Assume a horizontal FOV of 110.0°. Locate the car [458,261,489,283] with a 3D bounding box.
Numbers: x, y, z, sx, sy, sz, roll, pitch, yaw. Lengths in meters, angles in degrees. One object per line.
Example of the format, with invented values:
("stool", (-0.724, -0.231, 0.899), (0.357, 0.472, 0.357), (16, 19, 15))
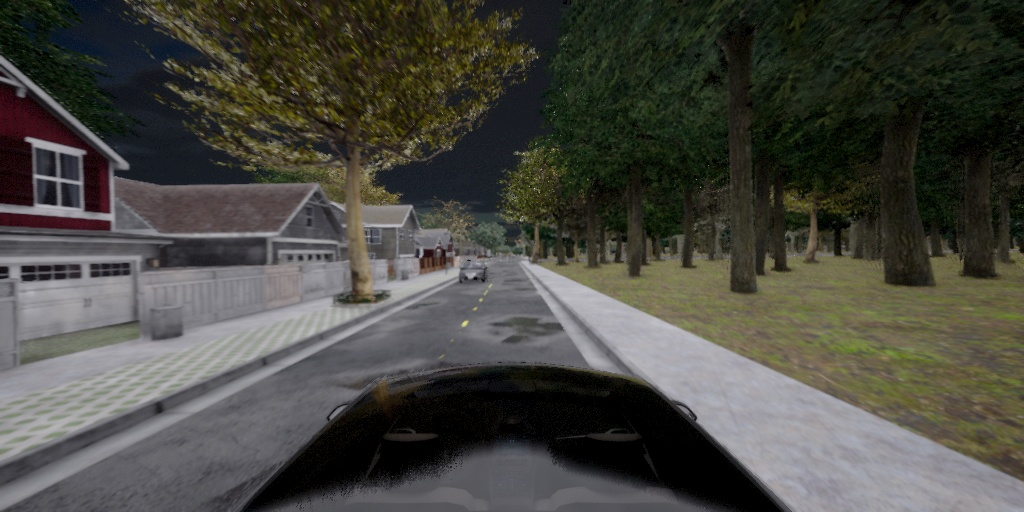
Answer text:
("car", (-2.740, 1.129, 26.263), (2.128, 1.511, 4.902), (-1, 0, 0))
